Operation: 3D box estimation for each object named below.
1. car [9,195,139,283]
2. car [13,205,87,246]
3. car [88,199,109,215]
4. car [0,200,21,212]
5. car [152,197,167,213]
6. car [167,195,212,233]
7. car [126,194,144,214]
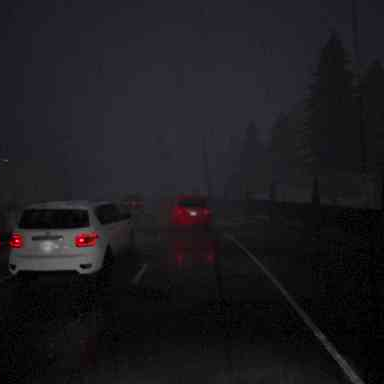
[{"bbox_3d":[-3.178,1.250,9.956,2.150,2.045,5.566,-1,0,0],"label":"car"},{"bbox_3d":[-6.964,1.544,16.953,1.882,1.535,5.008,-1,0,-3],"label":"car"},{"bbox_3d":[-10.437,1.583,37.219,2.128,1.511,4.902,-1,0,-15],"label":"car"},{"bbox_3d":[-23.311,1.797,42.686,1.994,1.385,4.181,-1,0,-20],"label":"car"},{"bbox_3d":[-3.125,1.361,36.773,2.097,1.767,4.553,-1,0,-14],"label":"car"},{"bbox_3d":[-0.178,1.210,19.865,2.150,2.045,5.566,-1,0,-5],"label":"car"},{"bbox_3d":[-6.554,1.270,36.363,2.150,2.045,5.566,-1,0,-14],"label":"car"}]
